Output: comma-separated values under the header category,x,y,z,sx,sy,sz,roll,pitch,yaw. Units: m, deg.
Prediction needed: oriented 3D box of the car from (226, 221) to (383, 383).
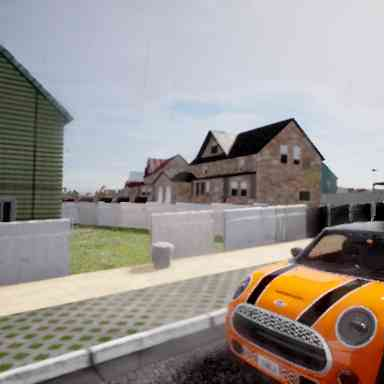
category,x,y,z,sx,sy,sz,roll,pitch,yaw
car,2.663,1.285,4.965,4.553,1.767,2.097,-1,1,-35
